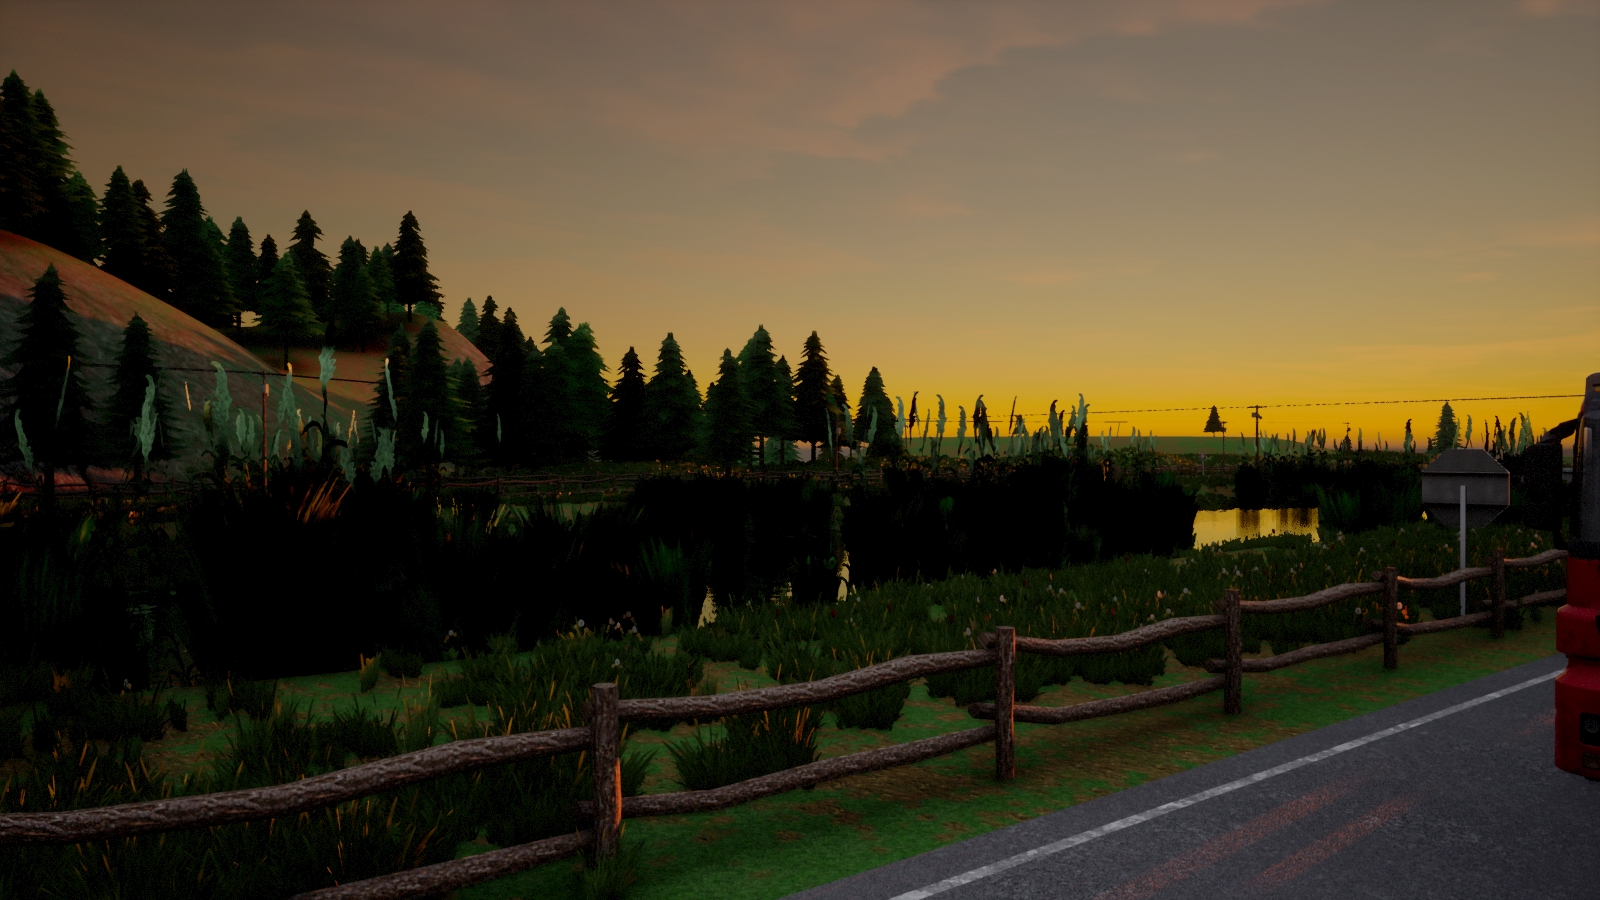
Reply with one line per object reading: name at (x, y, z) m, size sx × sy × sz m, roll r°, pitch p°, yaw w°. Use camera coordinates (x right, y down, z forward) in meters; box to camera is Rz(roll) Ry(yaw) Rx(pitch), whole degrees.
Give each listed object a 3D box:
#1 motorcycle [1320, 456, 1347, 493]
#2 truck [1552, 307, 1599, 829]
motorcycle at (34.806, 1.577, 74.501) m, size 2.033 × 2.348 × 0.803 m, roll 0°, pitch 0°, yaw -39°
truck at (9.436, 0.862, 10.925) m, size 2.891 × 3.827 × 8.468 m, roll 0°, pitch 0°, yaw 39°
